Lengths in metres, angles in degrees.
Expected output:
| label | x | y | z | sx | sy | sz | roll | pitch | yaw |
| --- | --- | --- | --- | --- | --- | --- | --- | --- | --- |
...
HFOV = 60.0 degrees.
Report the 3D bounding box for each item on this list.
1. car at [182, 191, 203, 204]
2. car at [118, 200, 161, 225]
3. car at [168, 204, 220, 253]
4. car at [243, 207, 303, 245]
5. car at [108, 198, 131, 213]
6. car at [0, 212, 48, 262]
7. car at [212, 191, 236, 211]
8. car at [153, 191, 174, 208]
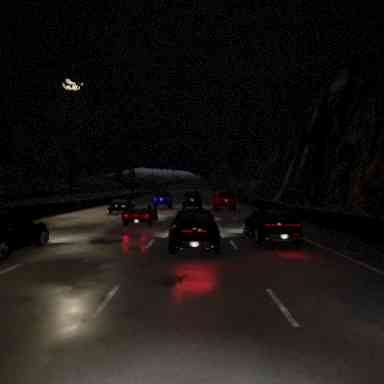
| label | x | y | z | sx | sy | sz | roll | pitch | yaw |
| --- | --- | --- | --- | --- | --- | --- | --- | --- | --- |
| car | 0.037 | 0.930 | 37.313 | 2.150 | 2.045 | 5.566 | 0 | 1 | 0 |
| car | -3.438 | 1.485 | 22.760 | 1.895 | 1.301 | 4.718 | 0 | 1 | 0 |
| car | 0.079 | 1.459 | 13.428 | 1.837 | 1.490 | 4.892 | 0 | 0 | 0 |
| car | 3.575 | 1.446 | 15.299 | 1.837 | 1.490 | 4.892 | 0 | 0 | 0 |
| car | -6.956 | 1.316 | 33.095 | 2.033 | 1.411 | 5.357 | 0 | 1 | 0 |
| car | -6.919 | 1.469 | 12.001 | 1.837 | 1.490 | 4.892 | 0 | 0 | 0 |
| car | 3.538 | 0.935 | 36.955 | 2.150 | 2.045 | 5.566 | 0 | 1 | 0 |
| car | -3.467 | 0.892 | 39.978 | 2.150 | 2.045 | 5.566 | 0 | 1 | 0 |
